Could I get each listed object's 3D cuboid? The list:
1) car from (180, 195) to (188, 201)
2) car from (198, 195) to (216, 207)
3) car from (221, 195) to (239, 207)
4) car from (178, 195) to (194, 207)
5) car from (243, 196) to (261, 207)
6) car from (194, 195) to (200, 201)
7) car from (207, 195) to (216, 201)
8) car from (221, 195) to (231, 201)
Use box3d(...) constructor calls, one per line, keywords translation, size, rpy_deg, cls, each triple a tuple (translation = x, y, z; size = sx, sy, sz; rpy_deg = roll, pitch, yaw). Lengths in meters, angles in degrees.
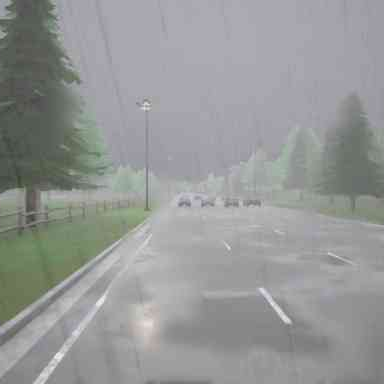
box3d(translation=(-2.036, 1.534, 87.242), size=(2.033, 1.411, 5.357), rpy_deg=(0, 0, -1), cls="car")
box3d(translation=(2.374, 1.597, 50.914), size=(1.895, 1.301, 4.718), rpy_deg=(0, 0, -1), cls="car")
box3d(translation=(5.884, 1.488, 50.266), size=(2.128, 1.511, 4.902), rpy_deg=(0, 0, -1), cls="car")
box3d(translation=(-1.126, 1.597, 51.031), size=(1.895, 1.301, 4.718), rpy_deg=(0, 0, -1), cls="car")
box3d(translation=(9.314, 1.348, 52.117), size=(2.097, 1.767, 4.553), rpy_deg=(0, 0, -1), cls="car")
box3d(translation=(1.484, 1.494, 86.440), size=(1.837, 1.490, 4.892), rpy_deg=(0, 0, -1), cls="car")
box3d(translation=(5.016, 1.518, 85.170), size=(1.812, 1.442, 4.674), rpy_deg=(0, 0, -1), cls="car")
box3d(translation=(8.537, 1.546, 84.309), size=(1.994, 1.385, 4.181), rpy_deg=(0, 0, -1), cls="car")
